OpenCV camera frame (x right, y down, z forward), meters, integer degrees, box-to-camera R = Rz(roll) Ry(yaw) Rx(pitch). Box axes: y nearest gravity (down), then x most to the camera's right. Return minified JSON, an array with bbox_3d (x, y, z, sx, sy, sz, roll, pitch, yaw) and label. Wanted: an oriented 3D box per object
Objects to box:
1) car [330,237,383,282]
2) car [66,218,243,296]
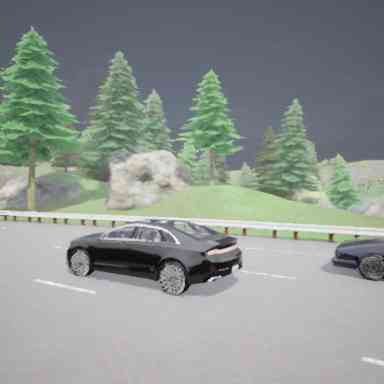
[{"bbox_3d":[6.288,1.499,7.915,5.357,1.411,2.033,0,0,35],"label":"car"},{"bbox_3d":[-1.134,1.437,8.496,4.902,1.511,2.128,0,0,31],"label":"car"}]
